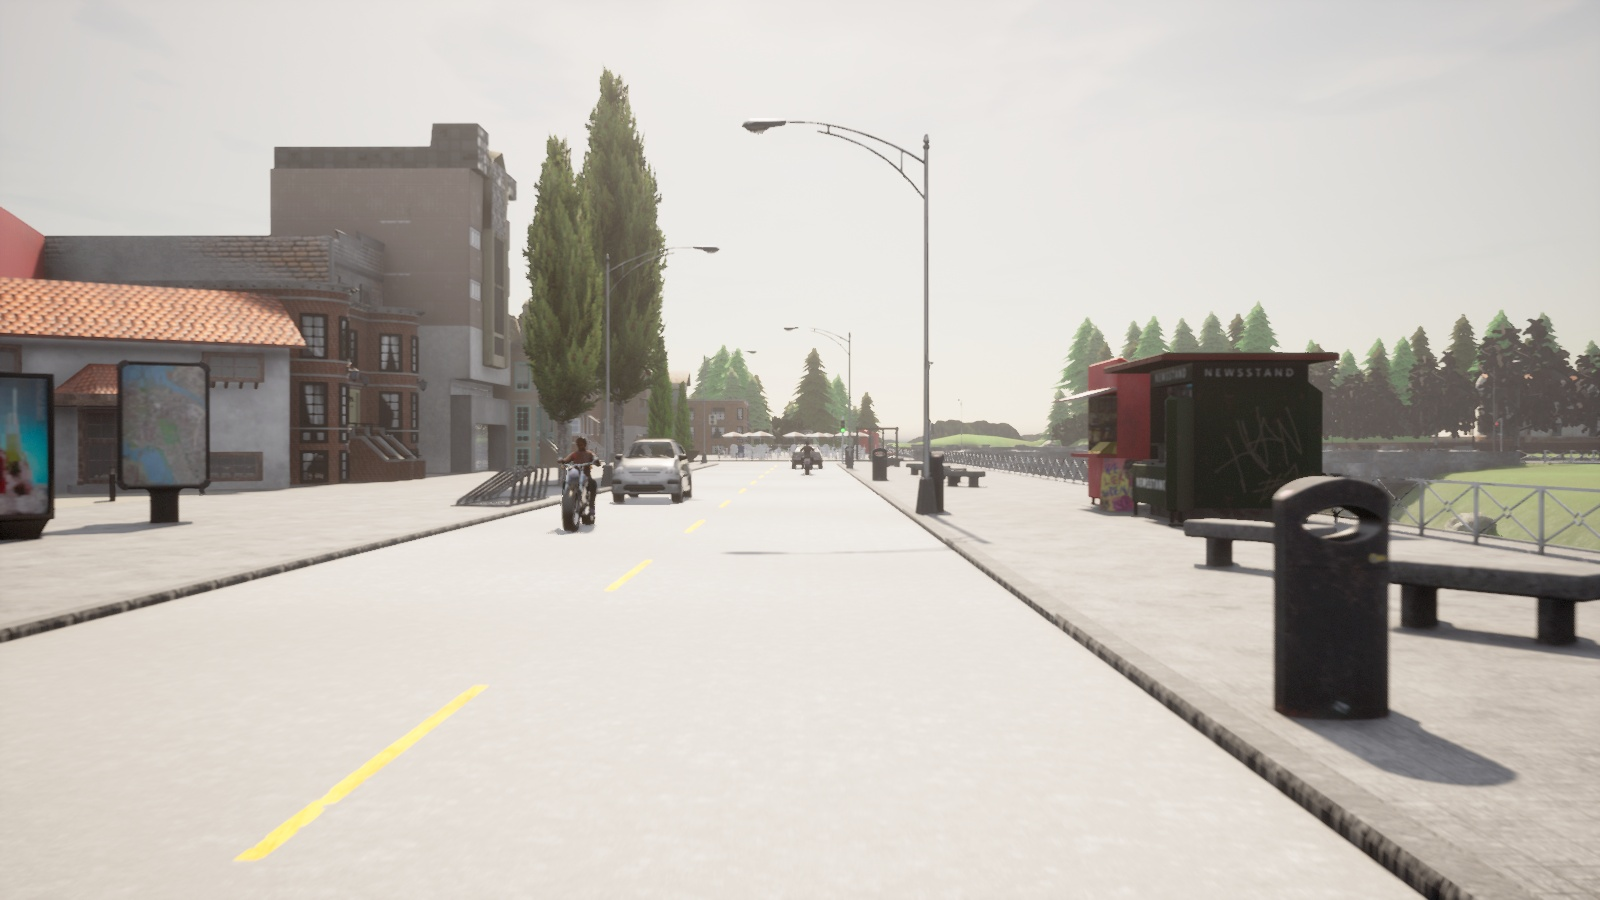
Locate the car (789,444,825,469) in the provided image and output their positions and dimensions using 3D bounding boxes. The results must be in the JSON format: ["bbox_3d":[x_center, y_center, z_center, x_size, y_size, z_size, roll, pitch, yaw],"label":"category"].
[{"bbox_3d":[0.425,0.377,74.068,2.033,1.411,5.357,0,0,0],"label":"car"}]

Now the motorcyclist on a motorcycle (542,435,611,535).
[{"bbox_3d":[-3.863,0.571,21.849,0.766,1.649,2.350,0,0,0],"label":"motorcyclist on a motorcycle"}]

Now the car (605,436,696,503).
[{"bbox_3d":[-3.804,0.458,32.537,1.851,1.617,3.988,0,0,0],"label":"car"}]
